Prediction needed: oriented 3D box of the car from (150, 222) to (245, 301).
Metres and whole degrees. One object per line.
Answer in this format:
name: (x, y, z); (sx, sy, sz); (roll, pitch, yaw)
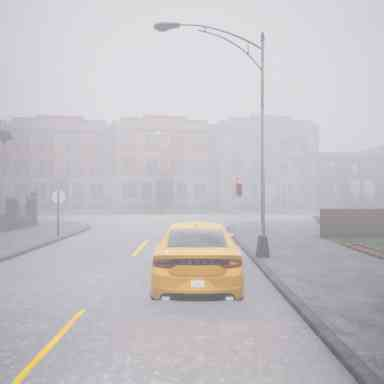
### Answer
car: (0.107, 1.477, 8.375); (1.882, 1.535, 5.008); (0, 0, 0)
